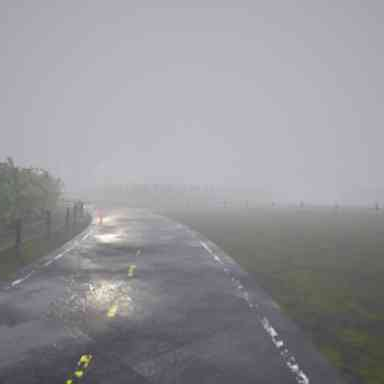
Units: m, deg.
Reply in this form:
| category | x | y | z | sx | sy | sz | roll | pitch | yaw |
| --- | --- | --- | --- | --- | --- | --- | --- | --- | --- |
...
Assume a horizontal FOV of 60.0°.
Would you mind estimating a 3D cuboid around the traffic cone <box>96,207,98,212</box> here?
| category | x | y | z | sx | sy | sz | roll | pitch | yaw |
| --- | --- | --- | --- | --- | --- | --- | --- | --- | --- |
| traffic cone | -9.163 | 2.019 | 33.200 | 0.340 | 0.580 | 0.340 | 0 | 0 | -19 |

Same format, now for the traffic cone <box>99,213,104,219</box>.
| category | x | y | z | sx | sy | sz | roll | pitch | yaw |
| --- | --- | --- | --- | --- | --- | --- | --- | --- | --- |
| traffic cone | -6.480 | 2.008 | 23.822 | 0.340 | 0.580 | 0.340 | 0 | 0 | -13 |

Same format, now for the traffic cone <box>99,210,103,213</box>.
| category | x | y | z | sx | sy | sz | roll | pitch | yaw |
| --- | --- | --- | --- | --- | --- | --- | --- | --- | --- |
| traffic cone | -7.707 | 2.014 | 28.545 | 0.340 | 0.580 | 0.340 | 0 | 0 | -16 |

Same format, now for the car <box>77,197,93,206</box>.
| category | x | y | z | sx | sy | sz | roll | pitch | yaw |
| --- | --- | --- | --- | --- | --- | --- | --- | --- | --- |
| car | -18.684 | 1.630 | 57.393 | 2.033 | 1.411 | 5.357 | 0 | 0 | -33 |
